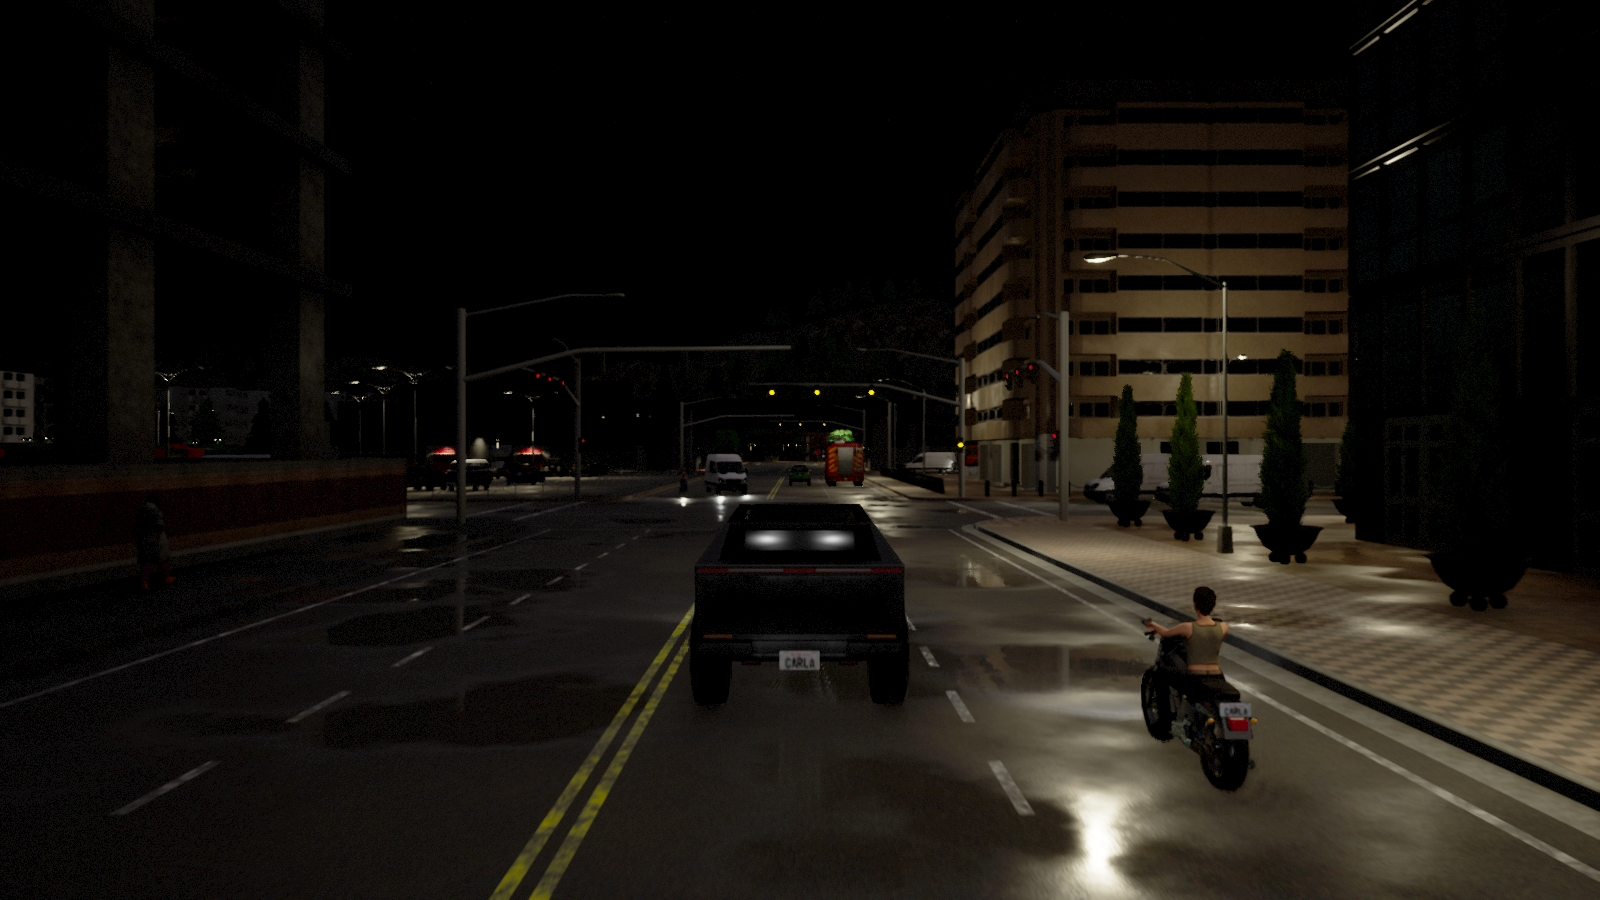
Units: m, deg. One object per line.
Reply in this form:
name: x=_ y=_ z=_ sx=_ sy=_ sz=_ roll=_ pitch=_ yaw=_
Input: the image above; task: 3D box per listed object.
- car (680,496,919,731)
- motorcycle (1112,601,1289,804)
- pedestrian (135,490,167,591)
car: x=-0.004 y=1.754 z=14.544 sx=2.390 sy=2.098 sz=6.274 roll=0 pitch=0 yaw=0
motorcycle: x=3.499 y=2.155 z=10.244 sx=0.764 sy=1.307 sz=2.356 roll=0 pitch=0 yaw=0
pedestrian: x=-12.214 y=1.697 z=21.512 sx=0.375 sy=1.860 sz=0.375 roll=0 pitch=0 yaw=3
